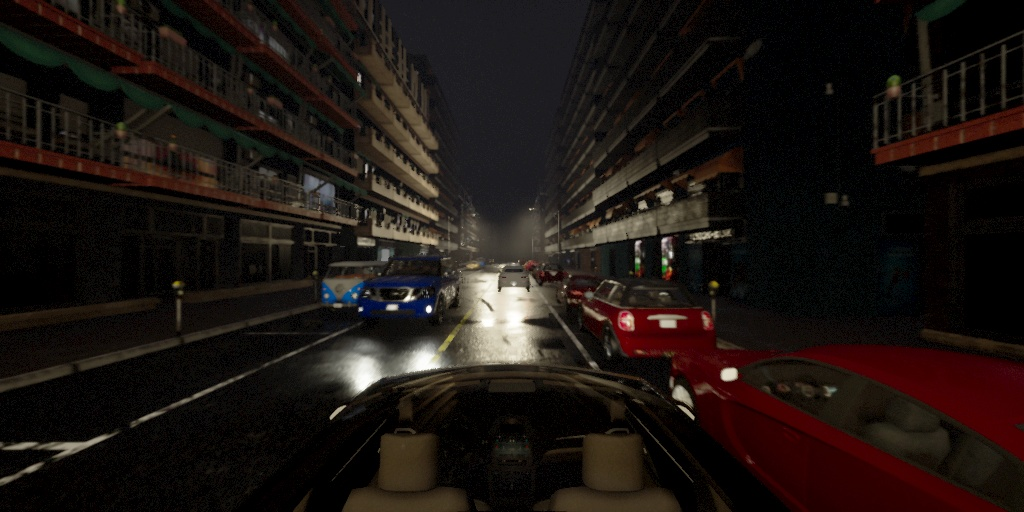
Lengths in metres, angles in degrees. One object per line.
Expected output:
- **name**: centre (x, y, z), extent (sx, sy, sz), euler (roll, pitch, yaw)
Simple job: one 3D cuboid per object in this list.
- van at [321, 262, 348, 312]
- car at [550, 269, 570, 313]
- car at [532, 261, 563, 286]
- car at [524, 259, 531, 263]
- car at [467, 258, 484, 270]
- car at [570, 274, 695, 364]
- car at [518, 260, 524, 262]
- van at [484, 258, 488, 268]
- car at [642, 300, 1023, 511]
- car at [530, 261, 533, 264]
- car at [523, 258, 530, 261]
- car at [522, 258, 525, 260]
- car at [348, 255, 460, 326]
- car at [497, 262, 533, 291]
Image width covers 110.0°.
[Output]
- **van**: centre (-5.690, 1.097, 13.807), extent (1.690, 1.789, 3.998), euler (0, 0, 0)
- **car**: centre (2.690, 1.339, 13.784), extent (1.802, 1.307, 4.207), euler (0, 0, 0)
- **car**: centre (2.691, 1.217, 25.103), extent (1.967, 1.591, 4.097), euler (0, 0, 0)
- **car**: centre (2.692, 1.363, 42.091), extent (1.888, 1.381, 4.507), euler (0, 0, 0)
- **car**: centre (-5.688, 1.372, 53.267), extent (1.751, 1.417, 4.829), euler (0, 0, 0)
- **car**: centre (2.690, 1.193, 8.122), extent (1.967, 1.591, 4.097), euler (0, 0, 0)
- **car**: centre (0.102, 1.420, 42.868), extent (1.895, 1.301, 4.718), euler (0, 0, 0)
- **van**: centre (-5.687, 1.226, 64.760), extent (1.690, 1.789, 3.998), euler (0, 0, 0)
- **car**: centre (2.690, 1.295, 2.462), extent (1.888, 1.381, 4.507), euler (0, 0, 0)
- **car**: centre (2.691, 1.316, 30.936), extent (1.751, 1.417, 4.829), euler (0, 0, 0)
- **car**: centre (2.692, 1.376, 47.756), extent (1.888, 1.381, 4.507), euler (0, 0, 0)
- **car**: centre (2.693, 1.372, 53.583), extent (1.751, 1.417, 4.829), euler (0, 0, 0)
- **car**: centre (-3.094, 0.977, 12.040), extent (2.150, 2.045, 5.566), euler (0, 0, 0)
- **car**: centre (0.100, 1.296, 21.730), extent (1.812, 1.442, 4.674), euler (0, 0, 0)
